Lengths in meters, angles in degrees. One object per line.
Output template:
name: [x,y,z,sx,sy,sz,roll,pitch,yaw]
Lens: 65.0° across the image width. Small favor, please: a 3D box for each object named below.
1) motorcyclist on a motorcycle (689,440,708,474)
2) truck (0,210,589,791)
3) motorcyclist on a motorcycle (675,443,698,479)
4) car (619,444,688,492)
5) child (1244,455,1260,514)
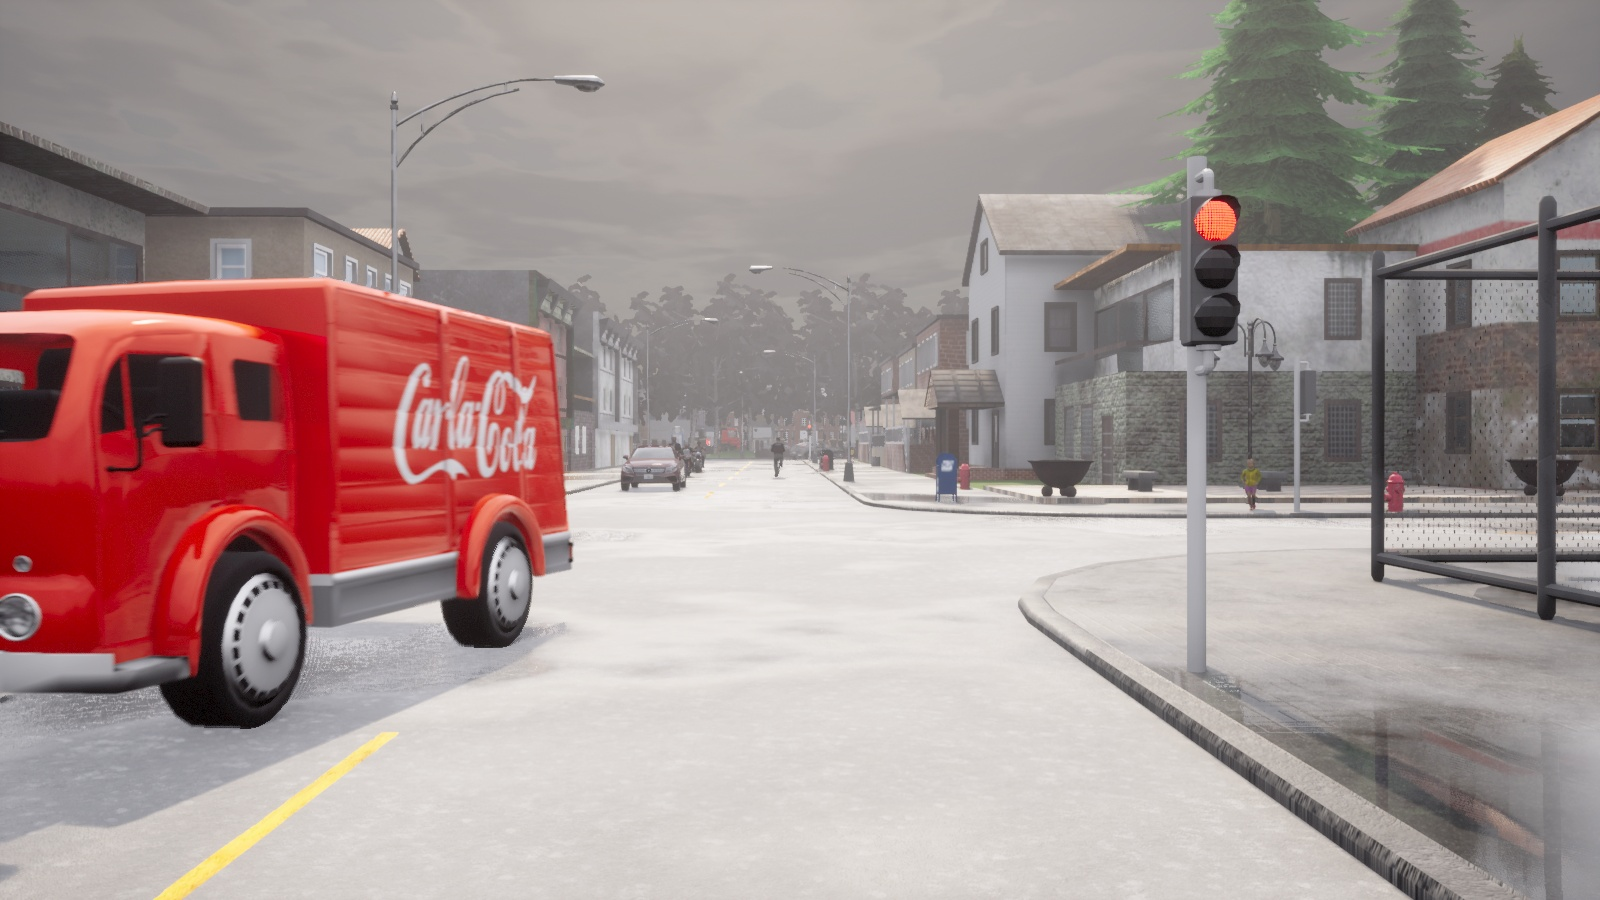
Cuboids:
motorcyclist on a motorcycle: [-5.101,0.336,63.268,0.766,1.649,2.350,0,0,-1]
truck: [-3.575,0.210,8.150,2.627,2.467,5.204,0,0,12]
motorcyclist on a motorcycle: [-4.953,0.467,55.038,0.866,1.530,2.191,0,0,-1]
car: [-4.706,0.538,40.827,1.812,1.442,4.674,0,0,-2]
child: [9.146,0.693,25.410,0.299,1.160,0.473,0,0,20]
